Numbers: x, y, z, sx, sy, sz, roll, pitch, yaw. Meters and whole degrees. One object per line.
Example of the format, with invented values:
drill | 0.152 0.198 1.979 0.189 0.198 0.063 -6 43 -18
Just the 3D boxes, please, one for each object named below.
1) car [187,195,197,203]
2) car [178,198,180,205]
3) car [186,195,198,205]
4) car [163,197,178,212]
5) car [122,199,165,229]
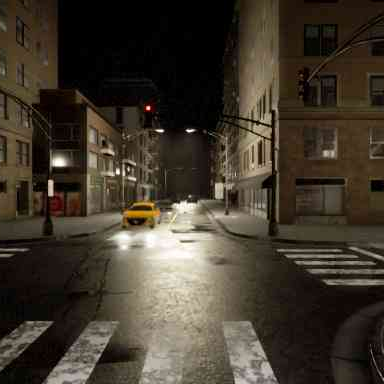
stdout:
car | 0.017 1.446 69.630 2.128 1.511 4.902 0 0 0
car | -3.068 1.543 58.785 1.994 1.385 4.181 0 0 0
car | 0.031 1.454 59.266 2.128 1.511 4.902 0 0 0
car | -3.145 1.526 39.482 2.033 1.411 5.357 0 0 0
car | -3.156 1.470 21.591 1.882 1.535 5.008 0 0 1
